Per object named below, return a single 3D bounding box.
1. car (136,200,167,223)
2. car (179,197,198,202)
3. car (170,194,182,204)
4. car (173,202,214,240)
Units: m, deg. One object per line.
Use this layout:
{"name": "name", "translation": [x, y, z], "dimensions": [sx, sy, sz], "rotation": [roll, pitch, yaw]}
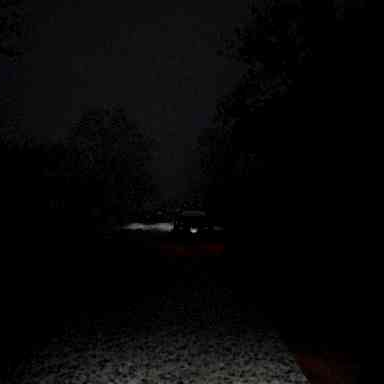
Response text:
{"name": "car", "translation": [-2.912, 1.348, 24.722], "dimensions": [1.882, 1.535, 5.008], "rotation": [0, 0, 0]}
{"name": "car", "translation": [-0.006, 1.430, 33.454], "dimensions": [1.994, 1.385, 4.181], "rotation": [0, 0, 0]}
{"name": "car", "translation": [-3.114, 1.441, 65.752], "dimensions": [2.150, 2.045, 5.566], "rotation": [0, -1, 0]}
{"name": "car", "translation": [0.069, 1.433, 16.365], "dimensions": [1.812, 1.442, 4.674], "rotation": [0, 0, 0]}
